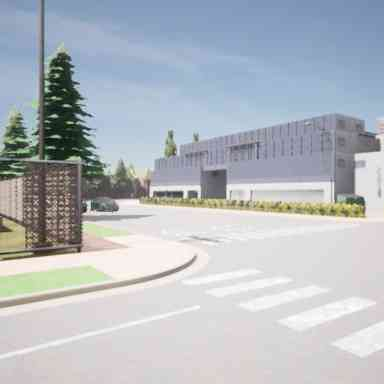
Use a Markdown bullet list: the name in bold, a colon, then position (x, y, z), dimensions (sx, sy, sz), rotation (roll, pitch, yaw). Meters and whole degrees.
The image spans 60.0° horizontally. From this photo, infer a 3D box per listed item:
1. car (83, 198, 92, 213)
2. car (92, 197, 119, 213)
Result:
- **car**: position (-13.234, 1.240, 36.551), dimensions (2.150, 2.045, 5.566), rotation (0, 0, -35)
- **car**: position (-10.054, 1.371, 38.146), dimensions (2.097, 1.767, 4.553), rotation (0, 0, -35)
